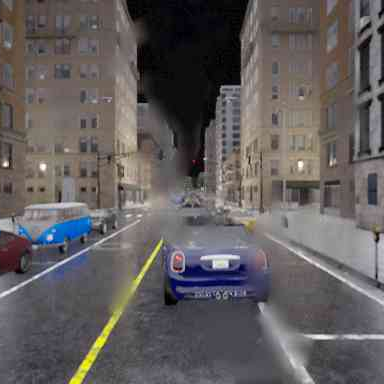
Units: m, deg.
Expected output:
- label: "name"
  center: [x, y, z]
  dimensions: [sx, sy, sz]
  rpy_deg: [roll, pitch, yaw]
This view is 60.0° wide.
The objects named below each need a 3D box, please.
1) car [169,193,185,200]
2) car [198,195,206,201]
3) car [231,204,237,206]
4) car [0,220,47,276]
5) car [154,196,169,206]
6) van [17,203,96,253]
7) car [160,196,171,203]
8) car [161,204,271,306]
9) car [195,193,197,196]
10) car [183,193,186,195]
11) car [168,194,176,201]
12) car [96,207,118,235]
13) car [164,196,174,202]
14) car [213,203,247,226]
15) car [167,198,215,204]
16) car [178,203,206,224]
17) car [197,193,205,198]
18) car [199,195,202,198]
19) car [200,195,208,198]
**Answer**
- label: "car"
  center: [-2.822, 1.508, 60.021]
  dimensions: [1.882, 1.535, 5.008]
  rpy_deg: [0, 0, 0]
- label: "car"
  center: [2.634, 1.605, 90.864]
  dimensions: [1.947, 1.339, 4.313]
  rpy_deg: [0, 0, 0]
- label: "car"
  center: [2.643, 1.535, 18.980]
  dimensions: [1.752, 1.417, 4.829]
  rpy_deg: [0, 0, 0]
- label: "car"
  center: [-5.394, 1.586, 7.996]
  dimensions: [1.802, 1.307, 4.206]
  rpy_deg: [0, 0, 0]
- label: "car"
  center: [-5.390, 1.555, 56.602]
  dimensions: [1.752, 1.417, 4.829]
  rpy_deg: [0, 0, 0]
- label: "van"
  center: [-5.393, 1.348, 13.403]
  dimensions: [1.690, 1.788, 3.998]
  rpy_deg: [0, 0, 0]
- label: "car"
  center: [-5.390, 1.599, 68.134]
  dimensions: [1.947, 1.339, 4.313]
  rpy_deg: [0, 0, 0]
- label: "car"
  center: [0.325, 1.356, 8.268]
  dimensions: [2.097, 1.767, 4.553]
  rpy_deg: [0, 0, -5]
- label: "car"
  center: [2.634, 1.353, 85.183]
  dimensions: [2.192, 1.841, 5.009]
  rpy_deg: [0, 0, 0]
- label: "car"
  center: [-2.753, 1.261, 75.658]
  dimensions: [2.150, 2.045, 5.566]
  rpy_deg: [0, 0, 0]
- label: "car"
  center: [-5.391, 1.480, 90.860]
  dimensions: [1.967, 1.590, 4.097]
  rpy_deg: [0, 0, 0]
- label: "car"
  center: [-5.392, 1.561, 18.809]
  dimensions: [2.008, 1.369, 4.403]
  rpy_deg: [0, 0, 0]
- label: "car"
  center: [-5.390, 1.587, 79.497]
  dimensions: [2.008, 1.369, 4.403]
  rpy_deg: [0, 0, 0]
- label: "car"
  center: [2.638, 1.563, 24.216]
  dimensions: [2.008, 1.369, 4.403]
  rpy_deg: [0, 0, 0]
- label: "car"
  center: [0.077, 1.360, 15.892]
  dimensions: [2.097, 1.767, 4.553]
  rpy_deg: [0, 0, 0]
- label: "car"
  center: [0.017, 1.578, 25.553]
  dimensions: [1.994, 1.385, 4.181]
  rpy_deg: [0, 0, 0]
- label: "car"
  center: [2.635, 1.475, 73.819]
  dimensions: [1.967, 1.590, 4.097]
  rpy_deg: [0, 0, 0]
- label: "car"
  center: [2.635, 1.611, 56.774]
  dimensions: [1.802, 1.307, 4.206]
  rpy_deg: [0, 0, 0]
- label: "car"
  center: [2.635, 1.578, 51.092]
  dimensions: [2.008, 1.369, 4.403]
  rpy_deg: [0, 0, 0]
